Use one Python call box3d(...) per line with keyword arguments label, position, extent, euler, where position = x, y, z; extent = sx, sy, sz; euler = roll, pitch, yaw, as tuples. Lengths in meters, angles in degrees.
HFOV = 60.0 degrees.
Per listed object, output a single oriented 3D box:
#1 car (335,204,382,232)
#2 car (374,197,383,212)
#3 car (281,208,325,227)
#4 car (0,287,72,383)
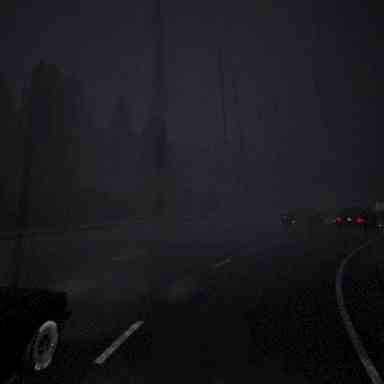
box3d(label="car", position=(10.802, 1.713, 21.790), extent=(2.033, 1.411, 5.357), euler=(0, 0, 36))
box3d(label="car", position=(21.089, 1.506, 35.840), extent=(2.150, 2.045, 5.566), euler=(0, 0, 37))
box3d(label="car", position=(8.164, 1.777, 24.108), extent=(1.895, 1.301, 4.718), euler=(0, 0, 36))
box3d(label="car", position=(-2.947, 1.616, 2.823), extent=(1.895, 1.301, 4.718), euler=(0, 0, 8))
